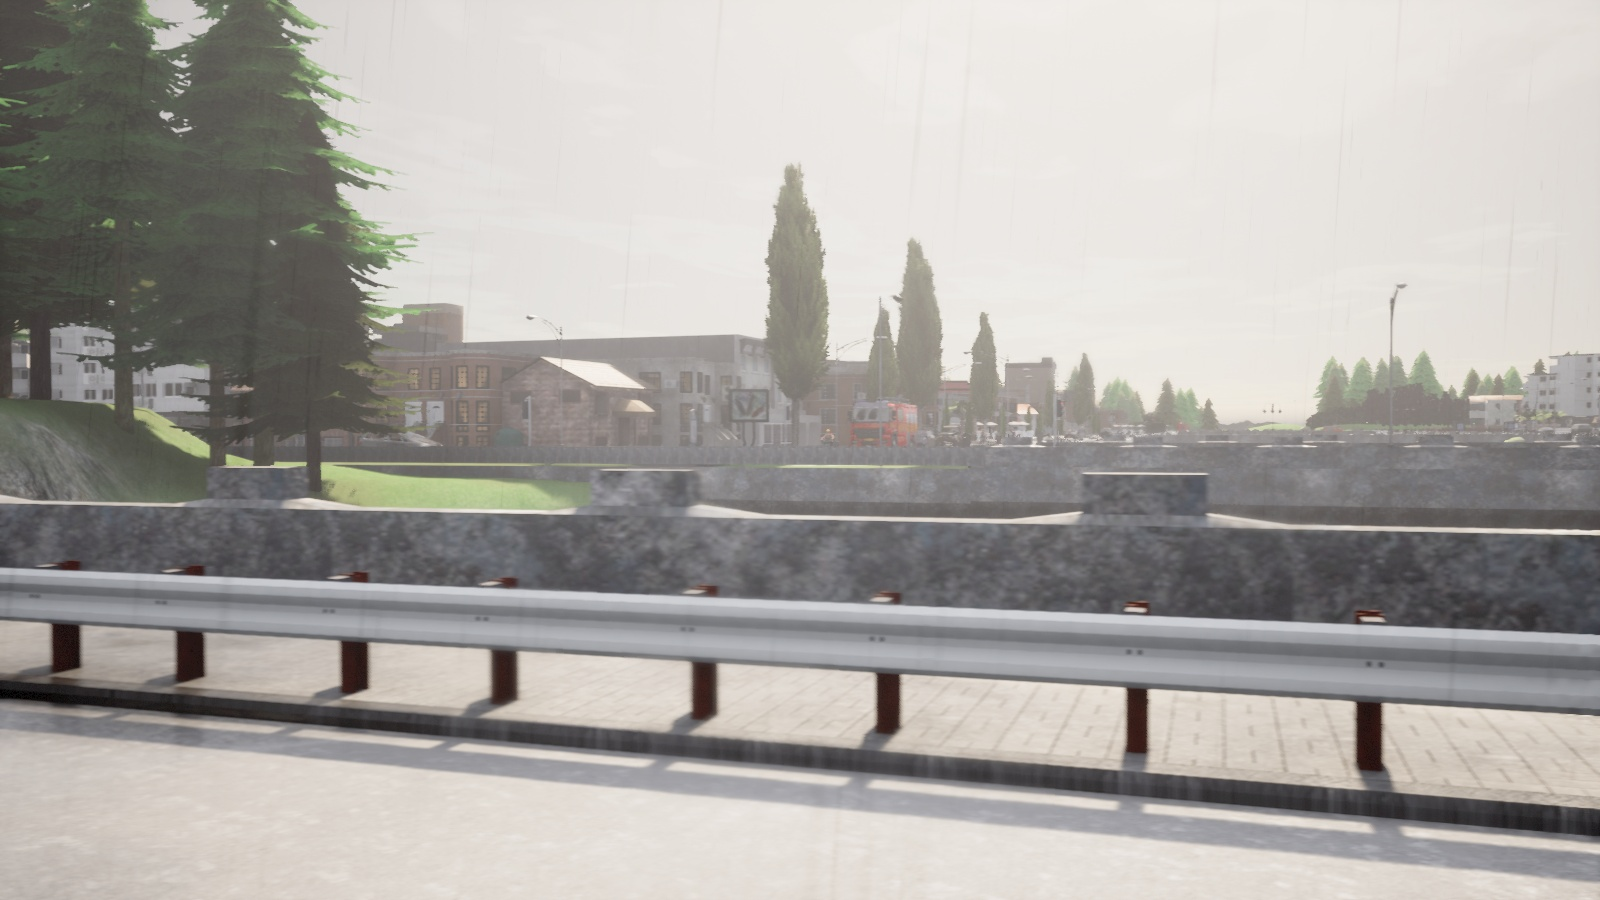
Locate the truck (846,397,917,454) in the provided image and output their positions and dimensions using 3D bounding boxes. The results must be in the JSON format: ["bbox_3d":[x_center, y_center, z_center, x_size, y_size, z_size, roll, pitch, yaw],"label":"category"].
[{"bbox_3d":[5.859,-1.733,88.543,2.891,3.827,8.468,1,1,19],"label":"truck"}]

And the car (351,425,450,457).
[{"bbox_3d":[-21.434,-0.490,67.435,4.611,1.667,2.242,1,1,19],"label":"car"}]
